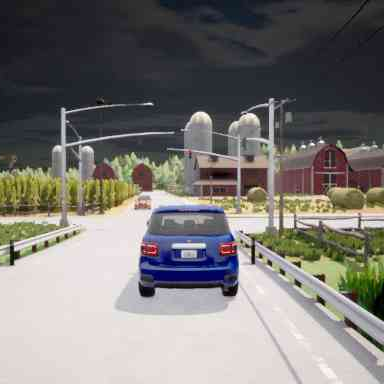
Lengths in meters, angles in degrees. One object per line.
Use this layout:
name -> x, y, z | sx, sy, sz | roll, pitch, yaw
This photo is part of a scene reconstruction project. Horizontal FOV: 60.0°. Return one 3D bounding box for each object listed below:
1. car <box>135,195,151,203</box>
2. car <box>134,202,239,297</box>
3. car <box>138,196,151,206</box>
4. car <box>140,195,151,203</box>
car -> -6.390, 1.335, 43.508 | 2.097, 1.767, 4.553 | 0, 1, -7
car -> -0.109, 1.365, 9.053 | 2.150, 2.045, 5.566 | 0, -2, -1
car -> -7.602, 1.393, 53.170 | 1.994, 1.385, 4.181 | 0, 1, -8
car -> -8.849, 1.234, 63.135 | 1.994, 1.385, 4.181 | 0, 1, -7
